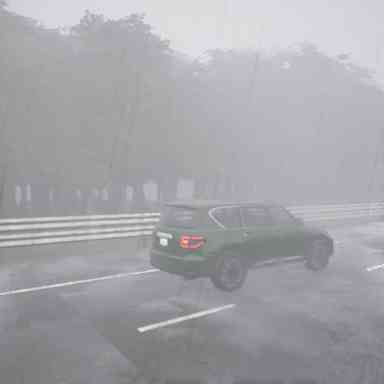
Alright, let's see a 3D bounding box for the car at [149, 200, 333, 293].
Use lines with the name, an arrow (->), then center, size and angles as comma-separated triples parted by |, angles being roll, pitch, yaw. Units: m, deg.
car -> 1.534, 1.227, 9.144 | 5.566, 2.045, 2.150 | 0, 0, -35
